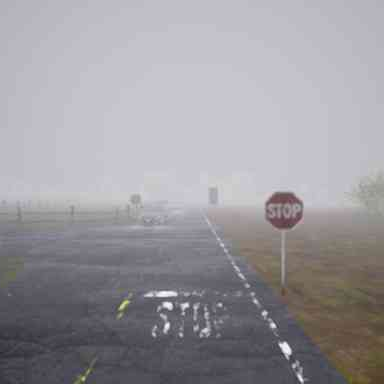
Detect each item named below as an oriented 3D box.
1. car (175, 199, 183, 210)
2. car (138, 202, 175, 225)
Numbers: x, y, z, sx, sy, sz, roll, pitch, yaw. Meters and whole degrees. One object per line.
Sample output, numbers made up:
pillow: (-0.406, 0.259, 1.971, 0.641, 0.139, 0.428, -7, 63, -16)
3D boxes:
car: (-2.767, 2.130, 51.333, 1.895, 1.301, 4.718, 0, 0, 0)
car: (-2.974, 1.837, 27.110, 1.837, 1.490, 4.892, 0, 1, 7)
